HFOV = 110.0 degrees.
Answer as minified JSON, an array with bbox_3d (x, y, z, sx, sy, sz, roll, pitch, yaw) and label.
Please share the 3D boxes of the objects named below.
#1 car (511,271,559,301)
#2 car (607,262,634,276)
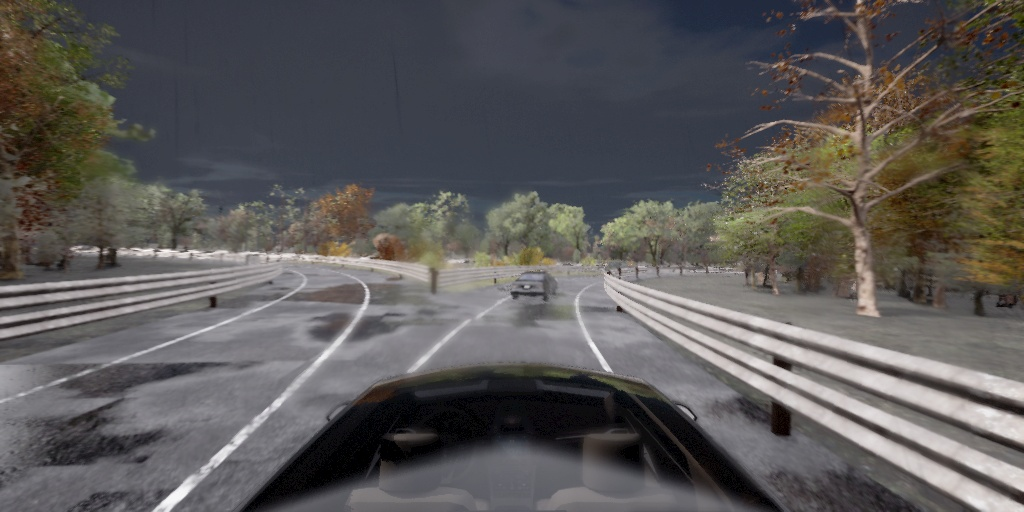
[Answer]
[{"bbox_3d":[1.342,1.530,19.324,2.033,1.411,5.357,1,0,14],"label":"car"},{"bbox_3d":[15.385,1.845,50.756,2.150,2.045,5.566,0,-2,39],"label":"car"}]
